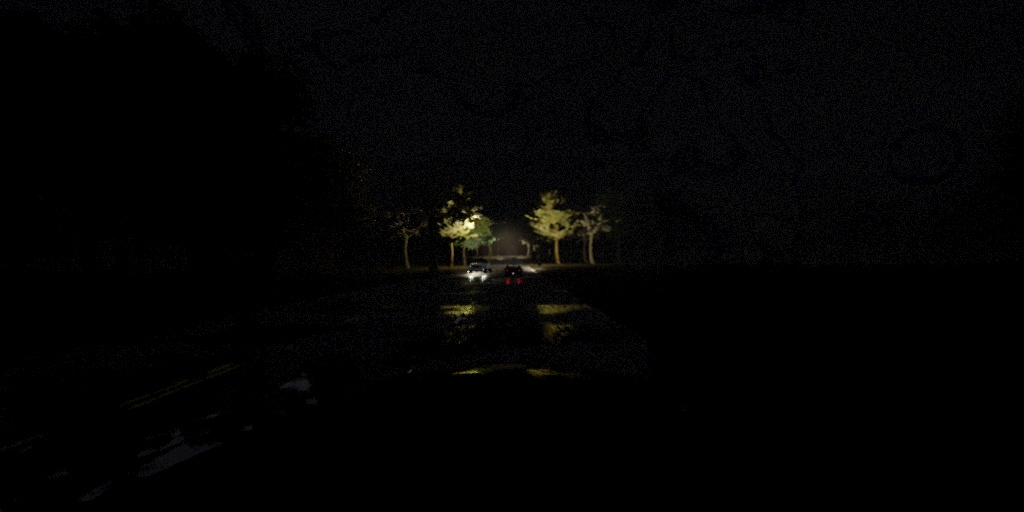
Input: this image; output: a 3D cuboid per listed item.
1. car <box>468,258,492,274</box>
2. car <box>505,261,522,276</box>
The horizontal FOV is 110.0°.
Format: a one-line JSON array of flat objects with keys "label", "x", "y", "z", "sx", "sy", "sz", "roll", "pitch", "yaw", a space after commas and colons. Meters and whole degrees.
[{"label": "car", "x": -4.104, "y": 1.266, "z": 47.098, "sx": 2.150, "sy": 2.045, "sz": 5.566, "roll": 0, "pitch": 0, "yaw": 8}, {"label": "car", "x": 0.153, "y": 1.580, "z": 40.746, "sx": 1.895, "sy": 1.301, "sz": 4.718, "roll": -1, "pitch": 0, "yaw": 0}]
